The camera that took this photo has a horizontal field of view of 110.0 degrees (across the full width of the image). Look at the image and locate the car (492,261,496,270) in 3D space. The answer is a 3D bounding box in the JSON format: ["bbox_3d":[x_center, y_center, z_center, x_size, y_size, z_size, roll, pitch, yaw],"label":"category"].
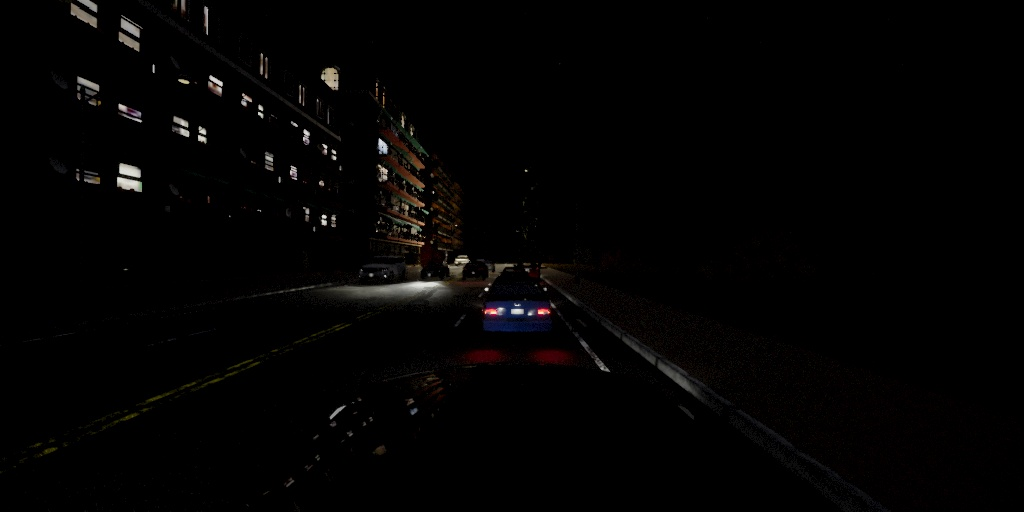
[{"bbox_3d":[-3.072,1.279,44.841,1.812,1.442,4.674,0,0,0],"label":"car"}]

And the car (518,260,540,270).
[{"bbox_3d":[1.189,1.104,29.851,2.097,1.767,4.553,0,0,0],"label":"car"}]

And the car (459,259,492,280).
[{"bbox_3d":[-3.096,1.231,31.107,1.882,1.535,5.008,0,-1,0],"label":"car"}]

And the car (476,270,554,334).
[{"bbox_3d":[0.117,1.299,10.583,2.033,1.411,5.357,0,0,0],"label":"car"}]

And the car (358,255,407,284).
[{"bbox_3d":[-9.803,0.975,27.734,2.150,2.045,5.566,0,0,0],"label":"car"}]

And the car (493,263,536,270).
[{"bbox_3d":[0.129,1.317,20.916,1.994,1.385,4.181,0,0,1],"label":"car"}]

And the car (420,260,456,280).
[{"bbox_3d":[-6.547,1.245,30.879,2.128,1.511,4.902,0,0,0],"label":"car"}]
